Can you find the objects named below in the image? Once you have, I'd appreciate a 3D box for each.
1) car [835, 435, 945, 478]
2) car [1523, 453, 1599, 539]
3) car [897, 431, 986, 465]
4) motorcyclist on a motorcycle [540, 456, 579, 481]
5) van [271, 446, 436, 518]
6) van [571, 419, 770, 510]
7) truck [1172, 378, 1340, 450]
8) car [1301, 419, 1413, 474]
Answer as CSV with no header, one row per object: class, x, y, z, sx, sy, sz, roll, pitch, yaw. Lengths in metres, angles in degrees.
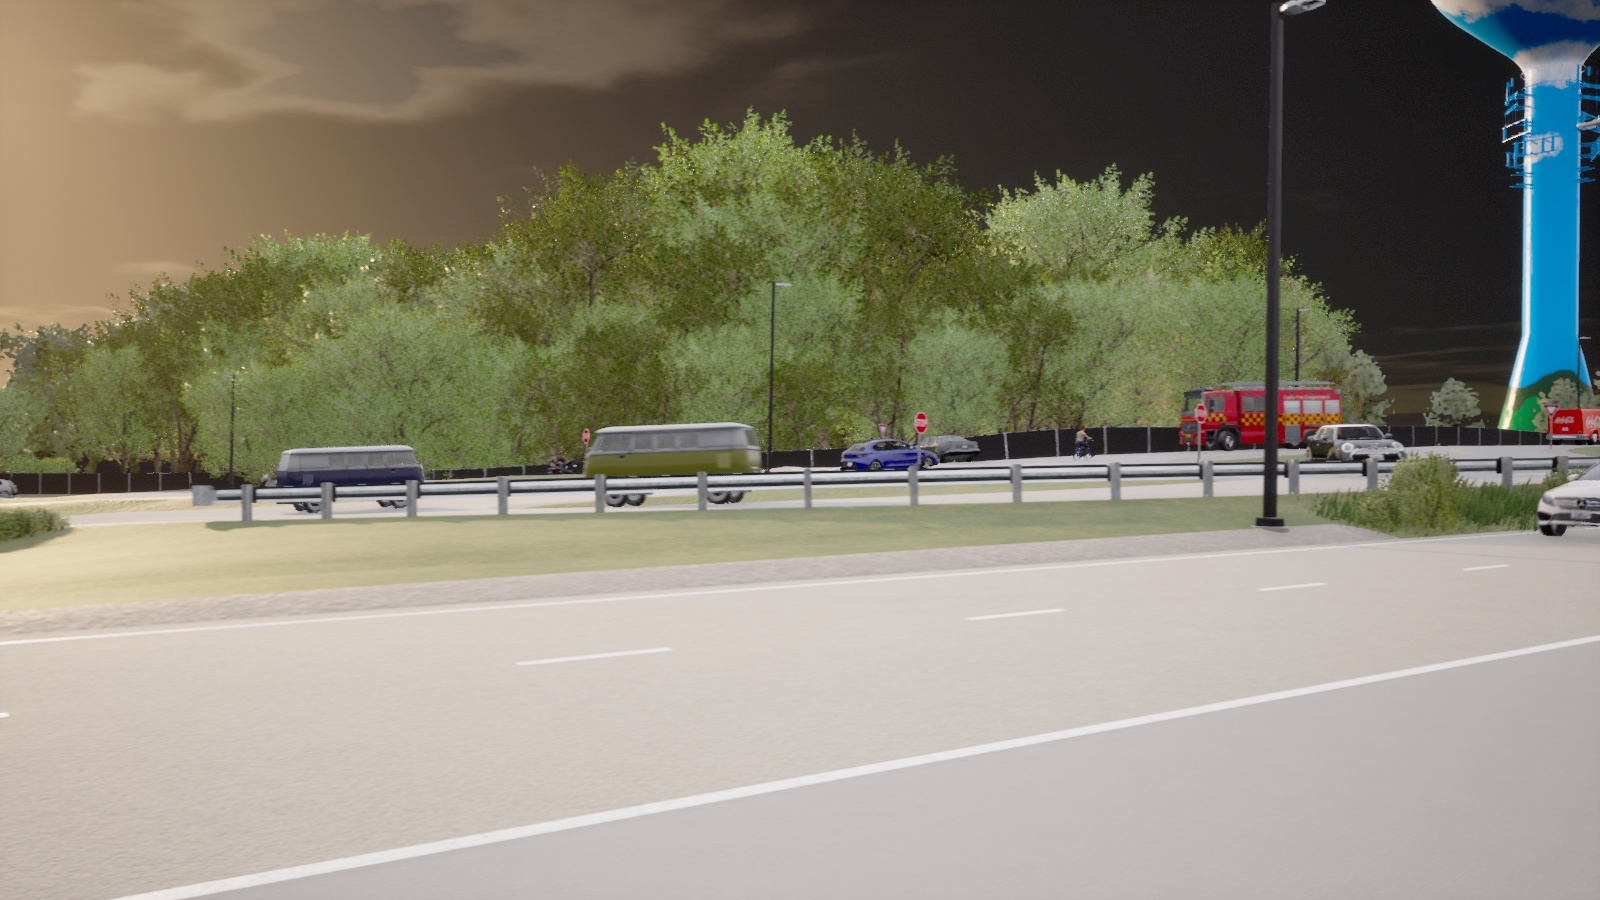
car,3.674,0.247,50.876,4.193,1.474,1.816,-4,2,-36
car,15.220,0.784,22.781,4.674,1.442,1.812,0,0,-35
car,6.908,-0.051,61.985,2.033,1.411,5.357,-2,-1,-22
motorcyclist on a motorcycle,-15.366,1.179,80.262,2.191,1.530,0.866,-3,-1,18
van,-13.809,0.936,38.940,4.442,1.987,1.775,-2,1,-34
van,-3.137,0.386,30.743,4.442,1.987,1.775,-2,-2,11
truck,25.635,-1.989,70.720,8.468,3.827,2.891,-1,0,-7
car,16.266,-0.130,36.859,1.970,1.475,3.806,-2,1,7
